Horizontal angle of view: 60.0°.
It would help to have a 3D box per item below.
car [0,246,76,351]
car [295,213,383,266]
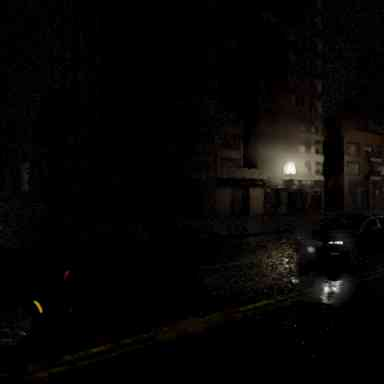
[{"bbox_3d":[-4.266,1.476,4.635,5.008,1.535,1.882,0,0,-35],"label":"car"},{"bbox_3d":[5.669,1.510,11.713,4.902,1.511,2.128,0,0,-35],"label":"car"}]
